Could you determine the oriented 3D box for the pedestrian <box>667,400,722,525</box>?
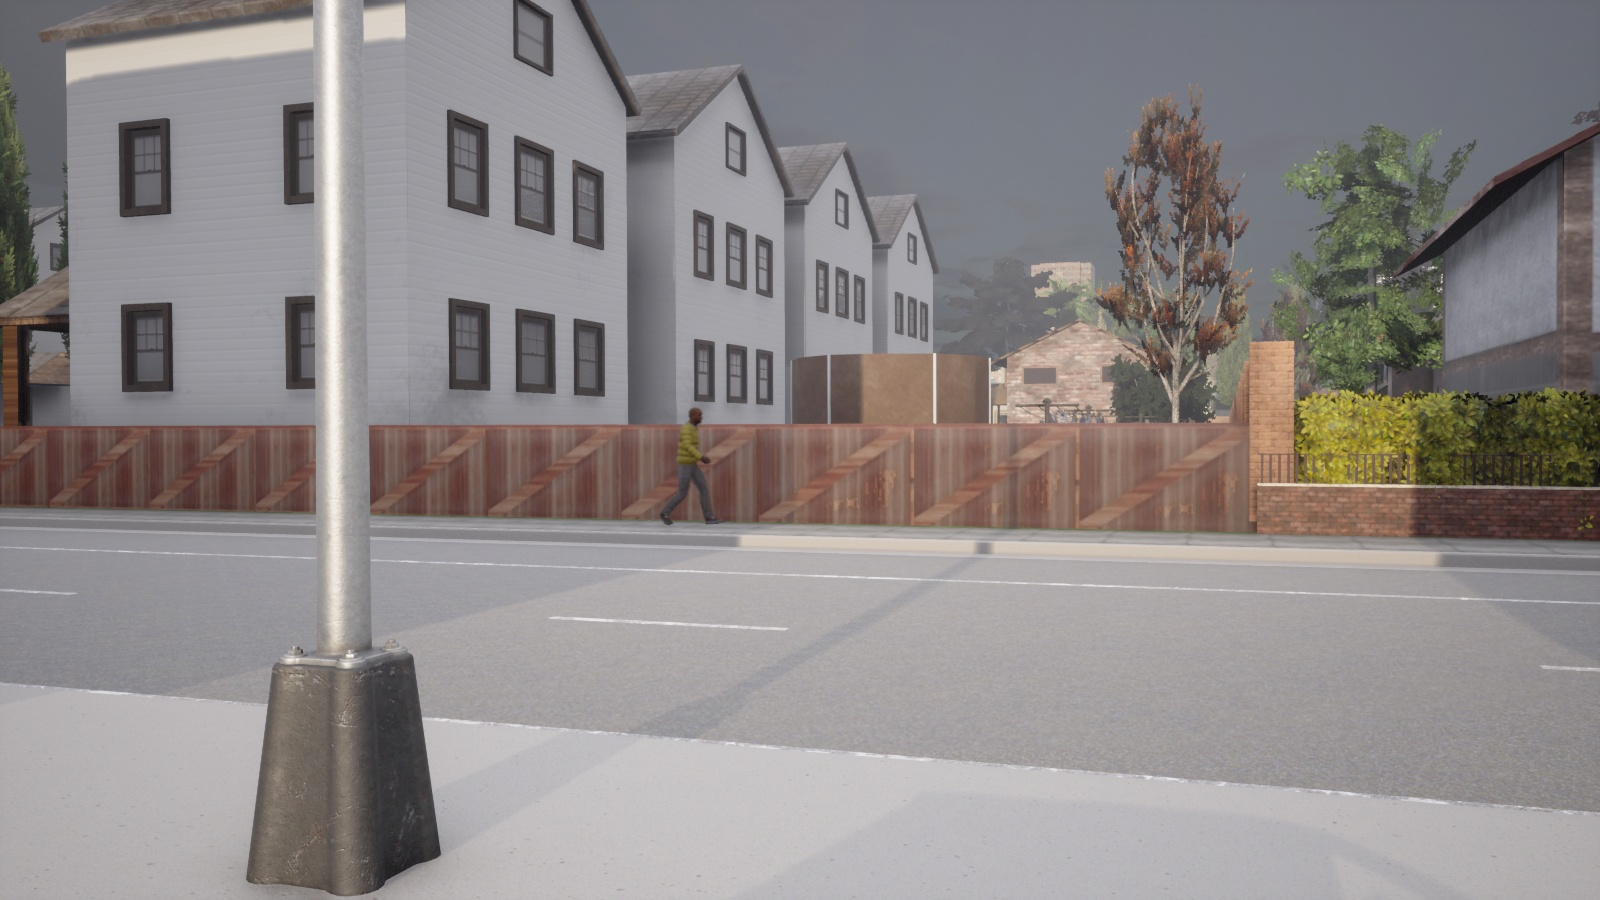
[{"bbox_3d":[-1.569,0.177,18.664,0.726,1.835,0.370,1,1,19],"label":"pedestrian"}]
